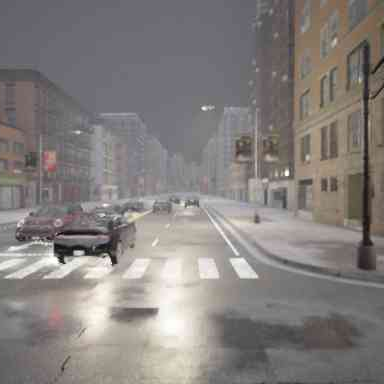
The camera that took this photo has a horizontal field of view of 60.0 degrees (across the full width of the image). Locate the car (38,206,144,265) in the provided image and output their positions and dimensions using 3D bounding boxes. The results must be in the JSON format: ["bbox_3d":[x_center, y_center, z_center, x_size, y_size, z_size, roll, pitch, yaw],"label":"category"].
[{"bbox_3d":[-3.147,1.479,11.671,2.128,1.511,4.902,0,0,0],"label":"car"}]

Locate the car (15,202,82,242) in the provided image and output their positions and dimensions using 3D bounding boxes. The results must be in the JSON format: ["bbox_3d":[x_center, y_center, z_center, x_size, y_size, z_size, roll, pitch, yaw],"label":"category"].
[{"bbox_3d":[-6.567,1.336,16.149,2.097,1.767,4.553,0,0,-1],"label":"car"}]

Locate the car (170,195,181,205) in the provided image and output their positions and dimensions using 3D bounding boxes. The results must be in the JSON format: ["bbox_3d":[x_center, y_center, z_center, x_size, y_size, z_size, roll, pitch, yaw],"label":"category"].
[{"bbox_3d":[-3.150,1.303,59.745,2.097,1.767,4.553,0,0,0],"label":"car"}]

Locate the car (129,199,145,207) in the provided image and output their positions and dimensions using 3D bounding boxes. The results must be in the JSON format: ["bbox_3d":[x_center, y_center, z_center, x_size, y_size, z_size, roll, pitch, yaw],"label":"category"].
[{"bbox_3d":[-6.565,1.513,37.753,2.033,1.411,5.357,0,0,0],"label":"car"}]

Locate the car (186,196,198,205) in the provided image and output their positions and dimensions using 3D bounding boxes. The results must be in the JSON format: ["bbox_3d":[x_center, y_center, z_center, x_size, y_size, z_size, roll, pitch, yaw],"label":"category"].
[{"bbox_3d":[0.015,1.429,57.914,1.882,1.535,5.008,0,0,0],"label":"car"}]

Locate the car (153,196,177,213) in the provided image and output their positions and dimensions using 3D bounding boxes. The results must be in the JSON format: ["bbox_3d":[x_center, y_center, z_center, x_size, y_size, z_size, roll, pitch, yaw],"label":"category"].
[{"bbox_3d":[-3.139,1.459,36.253,2.128,1.511,4.902,0,0,0],"label":"car"}]

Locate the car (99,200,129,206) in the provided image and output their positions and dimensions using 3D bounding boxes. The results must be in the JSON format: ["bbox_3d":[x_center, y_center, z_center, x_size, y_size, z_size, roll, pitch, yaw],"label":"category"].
[{"bbox_3d":[-6.586,1.539,26.131,1.994,1.385,4.181,0,0,0],"label":"car"}]

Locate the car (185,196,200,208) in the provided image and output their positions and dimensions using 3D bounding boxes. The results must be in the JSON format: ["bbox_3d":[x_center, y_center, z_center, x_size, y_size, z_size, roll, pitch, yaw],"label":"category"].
[{"bbox_3d":[0.012,1.311,47.879,2.097,1.767,4.553,0,0,0],"label":"car"}]
